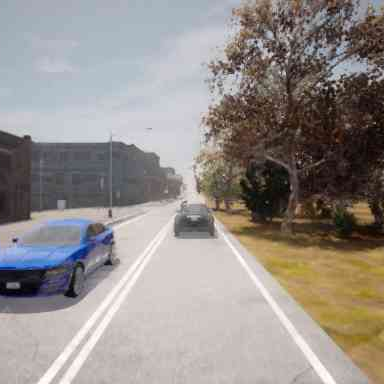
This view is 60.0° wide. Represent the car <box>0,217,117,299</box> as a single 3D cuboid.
[{"bbox_3d":[-3.345,1.479,8.737,1.882,1.535,5.008,0,0,0],"label":"car"}]

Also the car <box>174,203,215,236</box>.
[{"bbox_3d":[0.111,1.387,18.742,2.097,1.767,4.553,0,0,0],"label":"car"}]
